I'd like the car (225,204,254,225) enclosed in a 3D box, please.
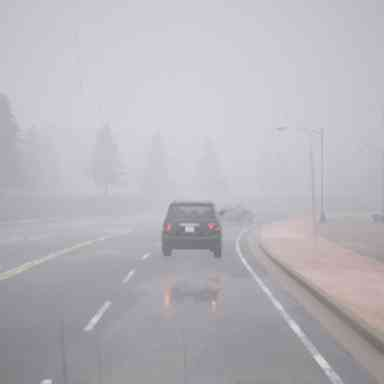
[{"bbox_3d":[3.549,1.741,26.584,2.128,1.511,4.902,0,0,25],"label":"car"}]

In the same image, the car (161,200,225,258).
[{"bbox_3d":[0.146,1.344,13.607,2.150,2.045,5.566,0,0,5],"label":"car"}]
